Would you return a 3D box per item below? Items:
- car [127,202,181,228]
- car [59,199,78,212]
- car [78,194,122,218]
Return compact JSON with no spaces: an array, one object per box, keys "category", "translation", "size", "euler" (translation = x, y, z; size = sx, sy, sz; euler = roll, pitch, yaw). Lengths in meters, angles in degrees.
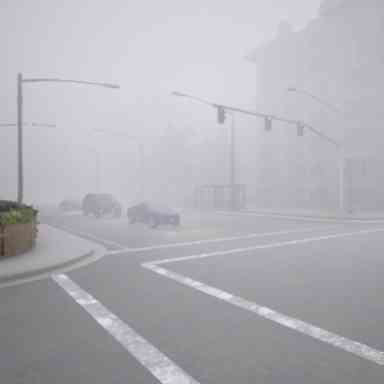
[{"category":"car","translation":[-2.632,1.426,22.257],"size":[1.882,1.535,5.008],"euler":[0,0,-35]},{"category":"car","translation":[-14.056,1.517,38.794],"size":[1.994,1.385,4.181],"euler":[0,0,-35]},{"category":"car","translation":[-8.322,1.172,30.480],"size":[2.150,2.045,5.566],"euler":[0,0,-35]}]
